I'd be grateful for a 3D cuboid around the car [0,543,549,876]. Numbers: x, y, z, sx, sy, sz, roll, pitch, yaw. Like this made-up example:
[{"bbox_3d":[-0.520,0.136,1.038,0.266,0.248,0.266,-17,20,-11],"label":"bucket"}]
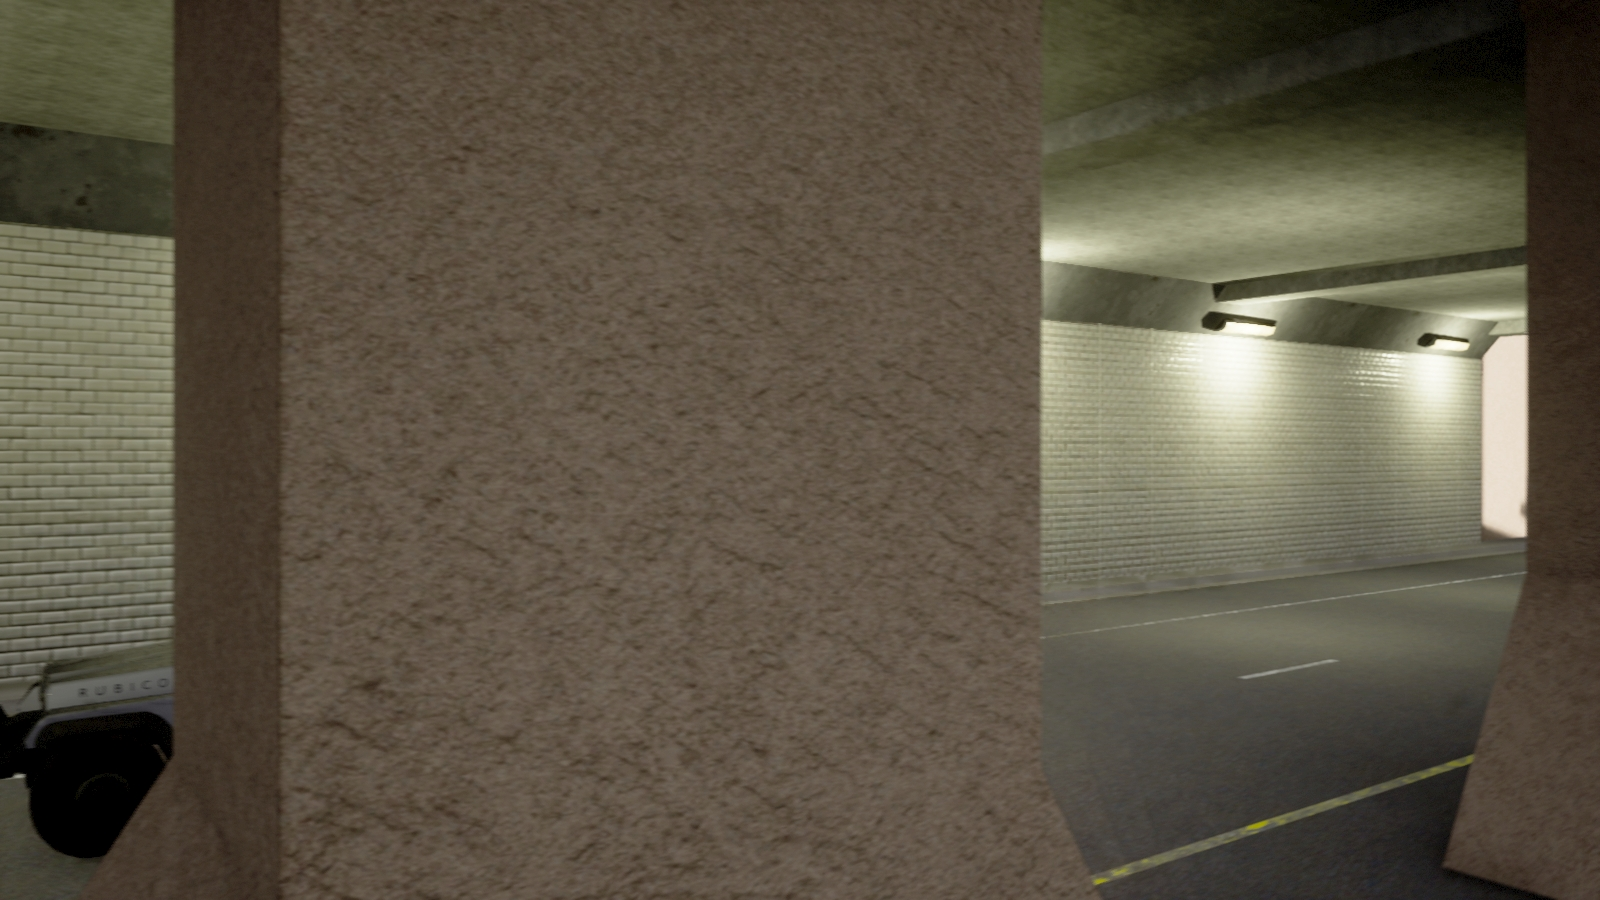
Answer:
[{"bbox_3d":[-4.258,1.857,9.349,3.866,1.878,1.905,0,0,-35],"label":"car"}]
